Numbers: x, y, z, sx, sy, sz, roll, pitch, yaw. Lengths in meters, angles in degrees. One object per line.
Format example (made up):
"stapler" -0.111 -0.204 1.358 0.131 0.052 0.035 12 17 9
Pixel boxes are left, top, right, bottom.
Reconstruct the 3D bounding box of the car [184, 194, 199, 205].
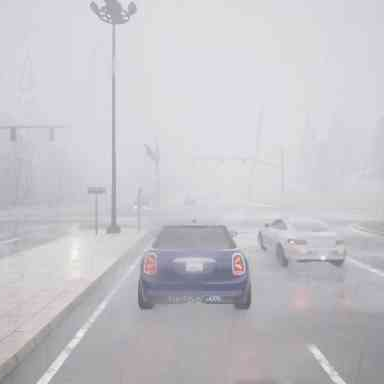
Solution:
"car" -0.245 1.526 54.827 1.812 1.442 4.674 0 0 -1

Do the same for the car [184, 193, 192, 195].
"car" -0.779 1.489 85.331 1.837 1.490 4.892 0 0 -1

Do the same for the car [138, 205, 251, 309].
"car" 0.058 1.352 8.008 2.097 1.767 4.553 0 0 0

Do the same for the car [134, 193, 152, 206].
"car" -8.344 1.352 55.657 2.097 1.767 4.553 0 0 -1

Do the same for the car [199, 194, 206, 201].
"car" 2.720 1.513 85.394 1.812 1.442 4.674 0 0 -1

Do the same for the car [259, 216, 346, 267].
"car" 3.561 1.525 11.352 1.812 1.442 4.674 0 0 0

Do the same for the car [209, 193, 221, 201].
"car" 6.226 1.215 85.128 2.150 2.045 5.566 0 0 -1

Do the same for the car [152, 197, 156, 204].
"car" -8.466 1.564 65.603 1.994 1.385 4.181 0 0 0
